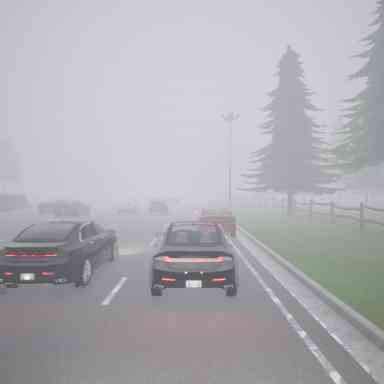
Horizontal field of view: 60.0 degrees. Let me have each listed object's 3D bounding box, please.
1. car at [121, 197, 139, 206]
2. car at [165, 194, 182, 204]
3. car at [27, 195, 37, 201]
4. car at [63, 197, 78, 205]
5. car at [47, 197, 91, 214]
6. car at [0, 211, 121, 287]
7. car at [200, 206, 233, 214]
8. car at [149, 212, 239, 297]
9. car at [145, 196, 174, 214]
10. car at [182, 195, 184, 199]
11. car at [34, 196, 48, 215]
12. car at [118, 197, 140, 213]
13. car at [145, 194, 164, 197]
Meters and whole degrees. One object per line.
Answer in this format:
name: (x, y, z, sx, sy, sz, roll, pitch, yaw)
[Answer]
car: (-10.416, 1.547, 55.979, 2.033, 1.411, 5.357, 0, 0, 0)
car: (-3.418, 1.477, 61.368, 1.882, 1.535, 5.008, 0, 0, 0)
car: (-39.915, 1.477, 83.593, 1.882, 1.535, 5.008, 0, 0, -44)
car: (-21.520, 1.600, 58.833, 1.895, 1.301, 4.718, 0, 0, -27)
car: (-10.407, 1.491, 29.280, 2.128, 1.511, 4.902, 0, 0, 0)
car: (-3.402, 1.505, 9.291, 1.837, 1.490, 4.892, 0, 0, 0)
car: (1.220, 1.478, 17.934, 1.882, 1.535, 5.008, 0, 0, 0)
car: (0.050, 1.491, 8.592, 2.128, 1.511, 4.902, 0, 0, 0)
car: (-3.411, 1.491, 35.282, 2.128, 1.511, 4.902, 0, 0, 0)
car: (-3.524, 1.525, 83.275, 2.128, 1.511, 4.902, 0, 0, 0)
car: (-13.910, 1.477, 34.244, 1.882, 1.535, 5.008, 0, 0, 0)
car: (-6.925, 1.525, 36.572, 1.812, 1.442, 4.674, 0, 0, 0)
car: (-6.918, 1.477, 61.881, 1.882, 1.535, 5.008, 0, 0, 0)
